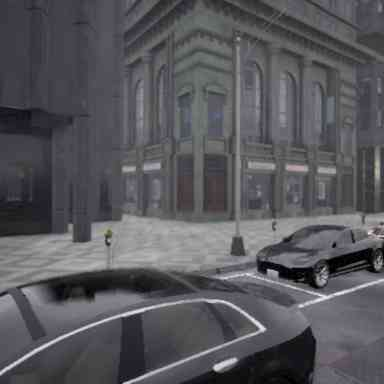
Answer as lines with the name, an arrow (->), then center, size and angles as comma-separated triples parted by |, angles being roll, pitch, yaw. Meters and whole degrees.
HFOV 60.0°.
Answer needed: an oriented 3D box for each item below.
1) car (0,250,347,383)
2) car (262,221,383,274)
car -> -0.998, 1.508, 2.655 | 4.892, 1.490, 1.837 | 0, 0, -35
car -> 3.726, 1.611, 9.322 | 4.313, 1.339, 1.947 | 0, 0, -36
